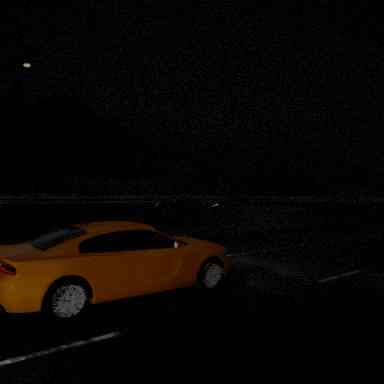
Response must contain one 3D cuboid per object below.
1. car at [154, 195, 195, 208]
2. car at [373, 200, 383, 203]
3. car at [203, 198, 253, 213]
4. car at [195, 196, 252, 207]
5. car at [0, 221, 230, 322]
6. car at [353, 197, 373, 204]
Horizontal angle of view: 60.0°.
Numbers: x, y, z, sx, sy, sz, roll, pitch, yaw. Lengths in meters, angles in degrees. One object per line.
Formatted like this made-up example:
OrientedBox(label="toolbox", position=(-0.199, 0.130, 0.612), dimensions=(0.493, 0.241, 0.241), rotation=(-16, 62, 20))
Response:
OrientedBox(label="car", position=(-1.396, 1.078, 33.132), dimensions=(4.902, 1.511, 2.128), rotation=(1, 1, -36))
OrientedBox(label="car", position=(31.318, 1.766, 52.761), dimensions=(4.718, 1.301, 1.895), rotation=(1, 1, -36))
OrientedBox(label="car", position=(3.552, 1.301, 32.385), dimensions=(4.718, 1.301, 1.895), rotation=(1, 1, -36))
OrientedBox(label="car", position=(2.928, 1.089, 27.622), dimensions=(4.553, 1.767, 2.097), rotation=(1, 1, -36))
OrientedBox(label="car", position=(-1.395, 1.359, 7.025), dimensions=(5.008, 1.535, 1.882), rotation=(1, 1, -36))
OrientedBox(label="car", position=(28.670, 1.608, 55.164), dimensions=(4.674, 1.442, 1.812), rotation=(1, 1, -36))
